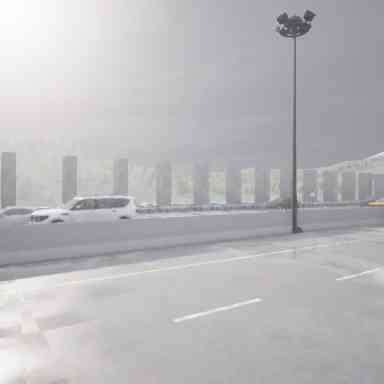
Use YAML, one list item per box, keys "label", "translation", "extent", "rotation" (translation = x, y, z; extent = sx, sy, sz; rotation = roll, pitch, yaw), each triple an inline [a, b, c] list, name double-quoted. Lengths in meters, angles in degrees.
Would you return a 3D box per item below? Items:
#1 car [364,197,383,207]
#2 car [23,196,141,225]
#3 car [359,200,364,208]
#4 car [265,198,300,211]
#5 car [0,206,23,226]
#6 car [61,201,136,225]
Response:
- label: "car"
  translation: [23.297, 1.477, 39.919]
  extent: [5.008, 1.535, 1.882]
  rotation: [0, 0, -32]
- label: "car"
  translation: [-5.381, 1.220, 17.259]
  extent: [5.566, 2.045, 2.150]
  rotation: [0, 0, -34]
- label: "car"
  translation: [24.483, 1.506, 44.794]
  extent: [4.892, 1.490, 1.837]
  rotation: [0, 0, -32]
- label: "car"
  translation: [11.057, 1.506, 40.523]
  extent: [4.892, 1.490, 1.837]
  rotation: [1, 0, -32]
- label: "car"
  translation: [-9.890, 1.525, 18.356]
  extent: [4.674, 1.442, 1.812]
  rotation: [0, 0, -35]
- label: "car"
  translation: [-6.883, 1.477, 24.667]
  extent: [5.008, 1.535, 1.882]
  rotation: [0, 0, -34]
